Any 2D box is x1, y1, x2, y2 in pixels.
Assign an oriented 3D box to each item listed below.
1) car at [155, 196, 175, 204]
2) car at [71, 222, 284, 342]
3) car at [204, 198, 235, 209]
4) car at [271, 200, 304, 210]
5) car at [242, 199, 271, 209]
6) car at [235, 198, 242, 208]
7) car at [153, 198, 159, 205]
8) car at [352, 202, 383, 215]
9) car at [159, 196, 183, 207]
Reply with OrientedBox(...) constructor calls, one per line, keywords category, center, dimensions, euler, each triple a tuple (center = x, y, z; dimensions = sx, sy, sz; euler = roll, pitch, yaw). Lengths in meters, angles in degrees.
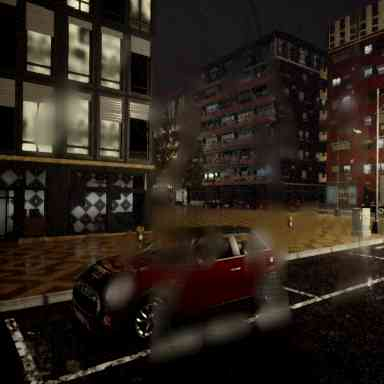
OrientedBox(category="car", center=(-6.121, 1.724, 73.842), dimensions=(2.192, 1.841, 5.009), euler=(1, -1, -35))
OrientedBox(category="car", center=(-0.151, 1.441, 6.430), dimensions=(4.097, 1.590, 1.967), euler=(0, 1, -35))
OrientedBox(category="car", center=(3.355, 1.677, 45.839), dimensions=(2.008, 1.369, 4.403), euler=(1, -1, -35))
OrientedBox(category="car", center=(13.475, 1.806, 46.026), dimensions=(1.802, 1.307, 4.206), euler=(1, -1, -35))
OrientedBox(category="car", center=(10.209, 1.799, 50.662), dimensions=(1.887, 1.381, 4.507), euler=(1, -1, -35))
OrientedBox(category="car", center=(6.943, 1.725, 55.298), dimensions=(1.967, 1.590, 4.097), euler=(1, -1, -35))
OrientedBox(category="car", center=(-6.443, 1.763, 59.746), dimensions=(1.887, 1.381, 4.507), euler=(1, -1, -35))
OrientedBox(category="car", center=(20.007, 1.730, 36.755), dimensions=(1.947, 1.339, 4.313), euler=(1, -1, -35))
OrientedBox(category="car", center=(-3.177, 1.732, 55.110), dimensions=(1.887, 1.381, 4.507), euler=(1, -1, -35))
